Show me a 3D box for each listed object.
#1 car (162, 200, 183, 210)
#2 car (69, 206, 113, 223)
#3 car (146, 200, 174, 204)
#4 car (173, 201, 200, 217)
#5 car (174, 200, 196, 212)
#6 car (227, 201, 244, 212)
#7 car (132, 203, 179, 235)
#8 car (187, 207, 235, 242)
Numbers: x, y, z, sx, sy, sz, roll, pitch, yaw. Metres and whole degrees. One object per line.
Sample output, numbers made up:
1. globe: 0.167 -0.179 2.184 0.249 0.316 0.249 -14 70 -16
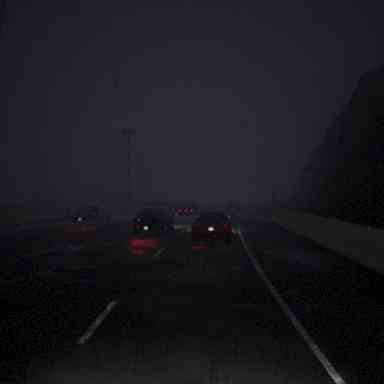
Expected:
1. car: -3.050 2.020 52.081 1.994 1.385 4.181 0 -1 16
2. car: -8.327 1.834 27.951 1.895 1.301 4.718 0 -1 9
3. car: -3.574 1.651 34.578 2.097 1.767 4.553 0 -1 9
4. car: -0.130 1.851 34.306 2.033 1.411 5.357 0 0 11
5. car: -0.889 1.939 46.896 1.812 1.442 4.674 0 0 15
6. car: 5.698 1.929 44.433 1.812 1.442 4.674 0 0 14
7. car: -2.216 1.680 20.072 1.837 1.490 4.892 0 0 6
8. car: 1.092 1.722 17.545 1.994 1.385 4.181 0 0 6
